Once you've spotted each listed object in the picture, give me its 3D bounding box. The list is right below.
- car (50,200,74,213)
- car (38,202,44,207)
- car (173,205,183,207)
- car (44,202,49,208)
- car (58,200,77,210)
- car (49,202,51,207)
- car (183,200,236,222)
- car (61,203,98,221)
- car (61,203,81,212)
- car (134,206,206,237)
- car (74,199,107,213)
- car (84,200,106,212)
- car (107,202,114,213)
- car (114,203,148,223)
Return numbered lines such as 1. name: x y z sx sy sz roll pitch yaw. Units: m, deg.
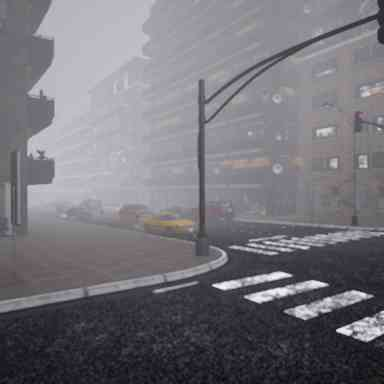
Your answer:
1. car: -18.322 2.351 47.830 2.128 1.511 4.902 0 -1 -36
2. car: -34.938 3.014 80.218 1.887 1.381 4.507 -2 0 -36
3. car: -1.551 2.008 34.470 1.887 1.381 4.507 -2 0 -36
4. car: -31.598 2.937 75.643 1.947 1.339 4.313 -2 0 -36
5. car: -24.928 2.488 66.493 2.192 1.841 5.009 -2 0 -36
6. car: -28.267 2.587 71.068 2.192 1.841 5.009 -2 0 -36
7. car: 1.781 1.676 29.896 2.192 1.841 5.009 -2 0 -36
8. car: -11.595 2.143 34.075 1.887 1.381 4.507 -2 0 -36
9. car: -20.231 2.542 55.581 1.994 1.385 4.181 0 -1 -36
10. car: -1.479 1.812 20.213 1.752 1.417 4.829 -2 0 -36
11. car: -14.686 2.032 48.073 2.150 2.045 5.566 0 -1 -36
12. car: -16.141 2.270 55.256 2.097 1.767 4.553 0 -1 -36
13. car: -12.113 2.253 49.800 1.801 1.575 5.366 0 -1 -36
14. car: -4.715 1.794 29.065 2.097 1.767 4.553 0 -1 -36
